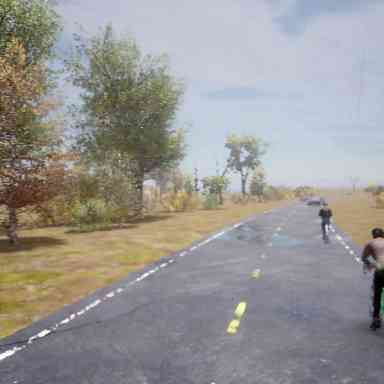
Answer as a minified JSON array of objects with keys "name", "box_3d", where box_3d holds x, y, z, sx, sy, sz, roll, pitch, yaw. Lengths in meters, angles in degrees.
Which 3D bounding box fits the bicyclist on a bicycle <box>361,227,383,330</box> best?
[{"name":"bicyclist on a bicycle","box_3d":[3.067,1.417,5.390,0.582,1.620,1.656,-1,-1,16]}]

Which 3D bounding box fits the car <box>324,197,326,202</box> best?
[{"name":"car","box_3d":[26.547,1.394,68.948,2.033,1.411,5.357,-2,0,26]}]

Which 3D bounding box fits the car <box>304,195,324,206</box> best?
[{"name":"car","box_3d":[19.307,1.508,52.609,1.895,1.301,4.718,-2,0,23]}]

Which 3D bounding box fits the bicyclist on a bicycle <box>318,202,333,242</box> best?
[{"name":"bicyclist on a bicycle","box_3d":[6.059,1.329,15.096,0.659,1.776,1.843,-1,0,18]}]

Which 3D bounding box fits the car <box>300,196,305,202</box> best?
[{"name":"car","box_3d":[24.626,1.472,71.873,1.994,1.385,4.181,-2,0,26]}]
